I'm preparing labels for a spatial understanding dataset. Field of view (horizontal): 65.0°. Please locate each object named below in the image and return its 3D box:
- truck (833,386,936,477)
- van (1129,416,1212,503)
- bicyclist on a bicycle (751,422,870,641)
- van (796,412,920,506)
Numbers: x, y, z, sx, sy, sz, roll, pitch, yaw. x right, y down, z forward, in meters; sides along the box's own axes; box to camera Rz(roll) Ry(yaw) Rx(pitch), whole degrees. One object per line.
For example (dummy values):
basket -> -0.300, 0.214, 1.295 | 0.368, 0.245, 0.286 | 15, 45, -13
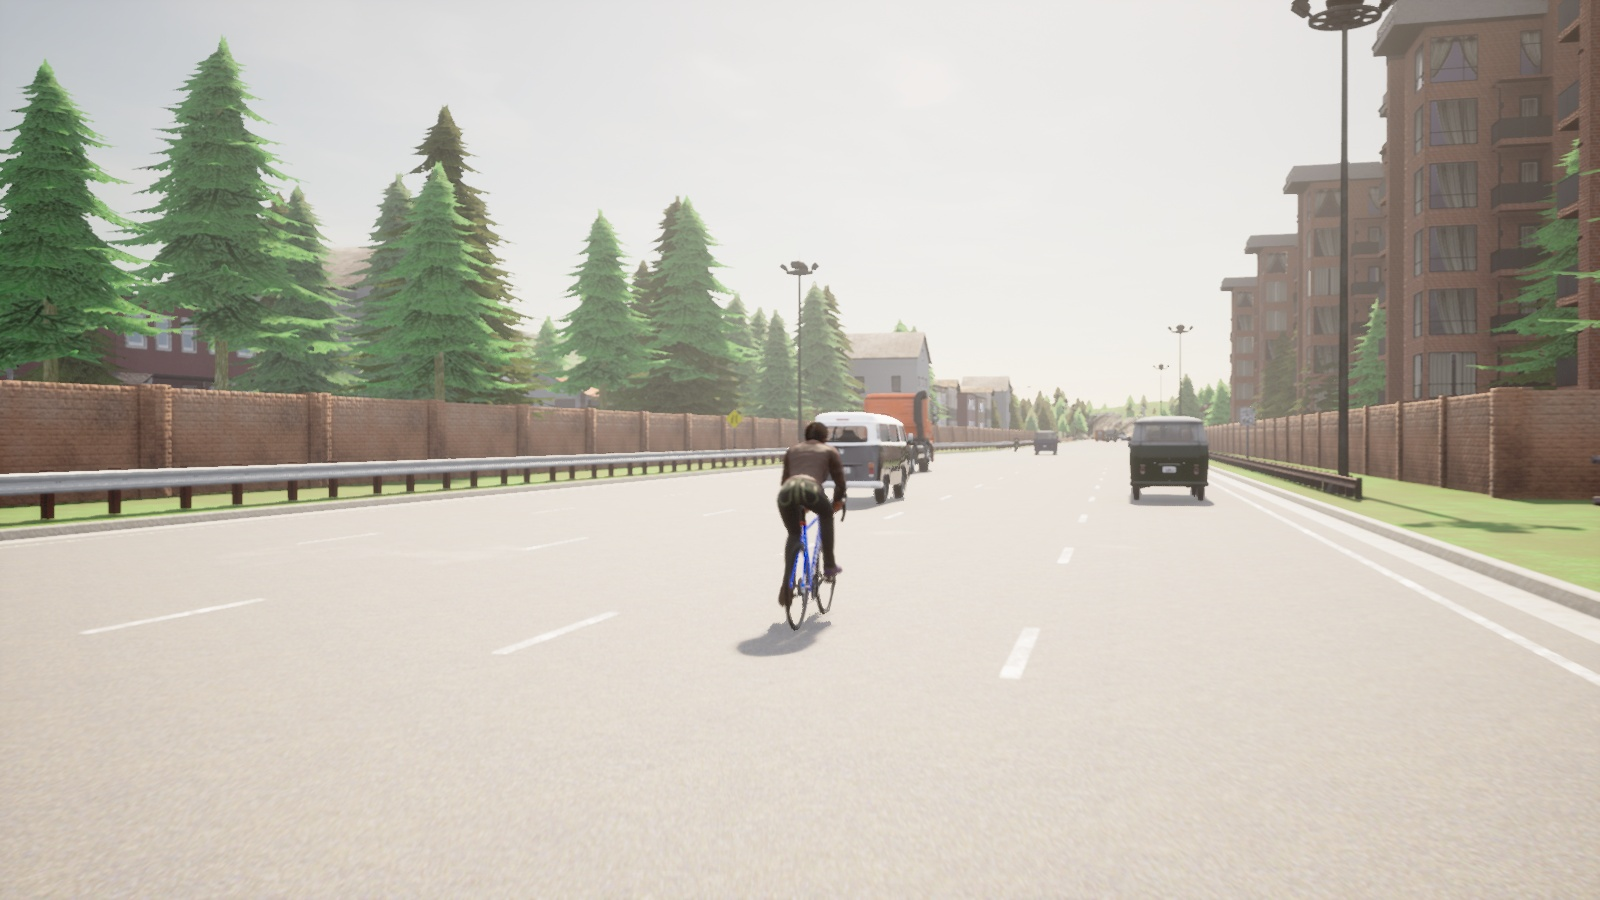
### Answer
truck -> 3.658, -0.756, 52.198 | 2.891, 3.462, 7.936 | 0, 1, 14
van -> 9.062, 0.195, 30.980 | 1.775, 1.987, 4.442 | 0, 1, 14
bicyclist on a bicycle -> 0.119, 0.597, 10.162 | 0.582, 1.620, 1.656 | 0, 0, 14
van -> 1.461, 0.175, 29.518 | 2.069, 2.038, 4.480 | 0, 1, 14
